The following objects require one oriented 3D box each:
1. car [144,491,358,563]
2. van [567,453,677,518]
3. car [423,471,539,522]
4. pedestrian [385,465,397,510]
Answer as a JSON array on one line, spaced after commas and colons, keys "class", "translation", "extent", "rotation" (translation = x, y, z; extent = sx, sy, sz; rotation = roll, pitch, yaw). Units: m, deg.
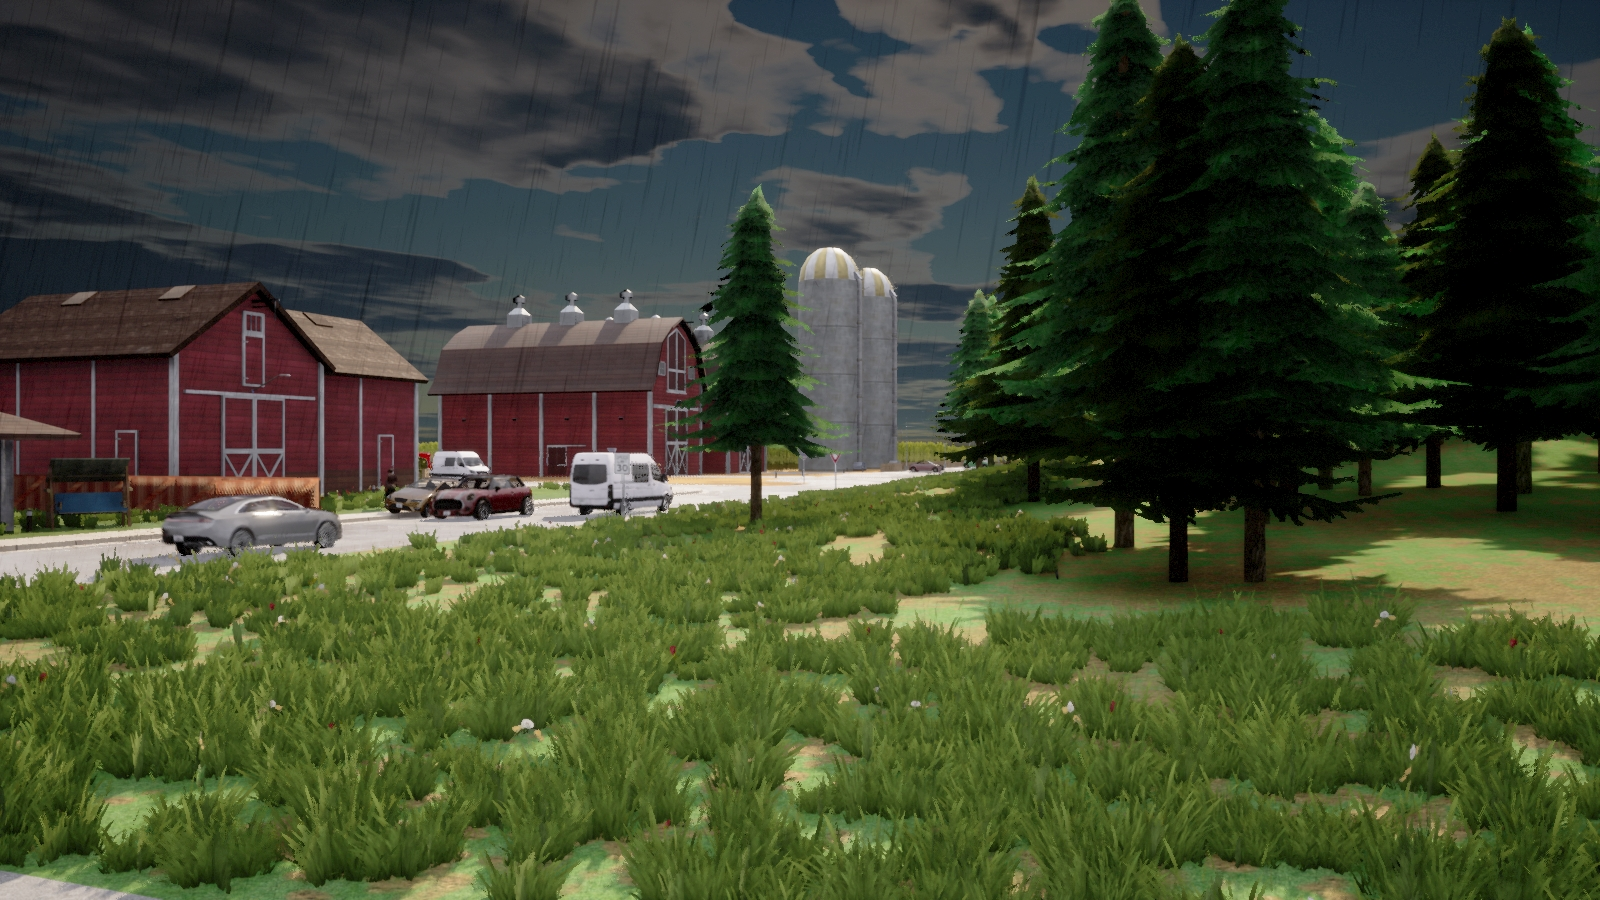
[{"class": "car", "translation": [-14.069, 1.907, 29.662], "extent": [2.128, 1.511, 4.902], "rotation": [0, 0, 20]}, {"class": "van", "translation": [-7.376, 1.394, 48.092], "extent": [1.988, 2.561, 5.915], "rotation": [0, 0, 20]}, {"class": "car", "translation": [-12.371, 1.766, 44.594], "extent": [2.097, 1.767, 4.553], "rotation": [0, 0, 20]}, {"class": "pedestrian", "translation": [-16.905, 1.555, 47.215], "extent": [0.375, 1.860, 0.375], "rotation": [0, 0, -31]}]
